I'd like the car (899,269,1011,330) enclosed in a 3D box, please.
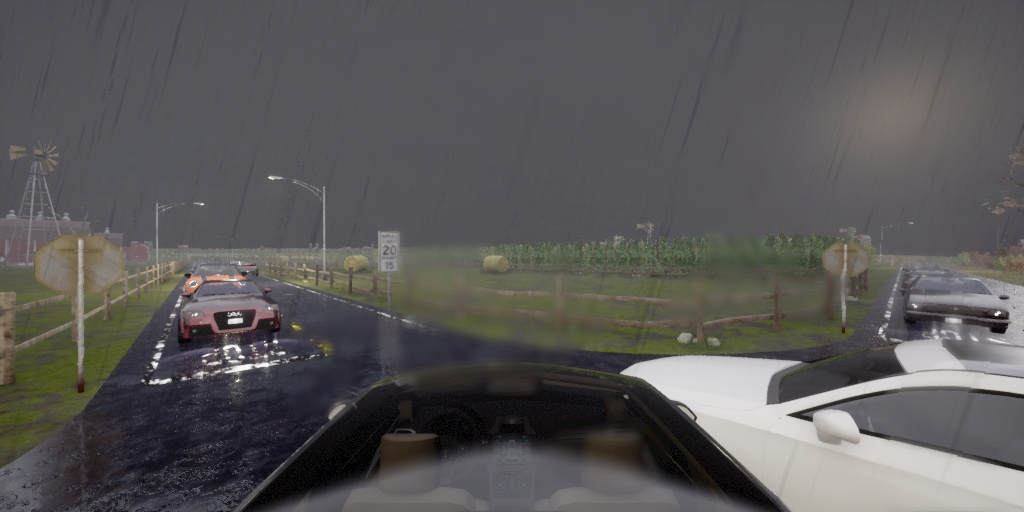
[{"bbox_3d":[13.622,1.335,11.209,5.357,1.411,2.033,0,1,-42],"label":"car"}]

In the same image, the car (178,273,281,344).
[{"bbox_3d":[-7.849,1.349,9.931,1.994,1.385,4.181,0,0,-42],"label":"car"}]

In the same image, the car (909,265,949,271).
[{"bbox_3d":[21.018,1.364,17.929,4.181,1.385,1.994,0,1,-43],"label":"car"}]

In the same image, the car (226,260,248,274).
[{"bbox_3d":[-33.291,1.275,43.348,1.837,1.490,4.892,0,0,-41],"label":"car"}]

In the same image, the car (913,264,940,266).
[{"bbox_3d":[28.645,1.309,24.850,4.902,1.511,2.128,0,1,-42],"label":"car"}]

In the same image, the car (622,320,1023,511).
[{"bbox_3d":[2.857,1.293,2.241,1.812,1.442,4.674,0,1,-43],"label":"car"}]

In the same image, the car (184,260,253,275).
[{"bbox_3d":[-13.562,1.130,16.469,2.097,1.767,4.553,0,0,-41],"label":"car"}]

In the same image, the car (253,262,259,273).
[{"bbox_3d":[-26.642,1.259,35.825,2.128,1.511,4.902,0,0,-41],"label":"car"}]
